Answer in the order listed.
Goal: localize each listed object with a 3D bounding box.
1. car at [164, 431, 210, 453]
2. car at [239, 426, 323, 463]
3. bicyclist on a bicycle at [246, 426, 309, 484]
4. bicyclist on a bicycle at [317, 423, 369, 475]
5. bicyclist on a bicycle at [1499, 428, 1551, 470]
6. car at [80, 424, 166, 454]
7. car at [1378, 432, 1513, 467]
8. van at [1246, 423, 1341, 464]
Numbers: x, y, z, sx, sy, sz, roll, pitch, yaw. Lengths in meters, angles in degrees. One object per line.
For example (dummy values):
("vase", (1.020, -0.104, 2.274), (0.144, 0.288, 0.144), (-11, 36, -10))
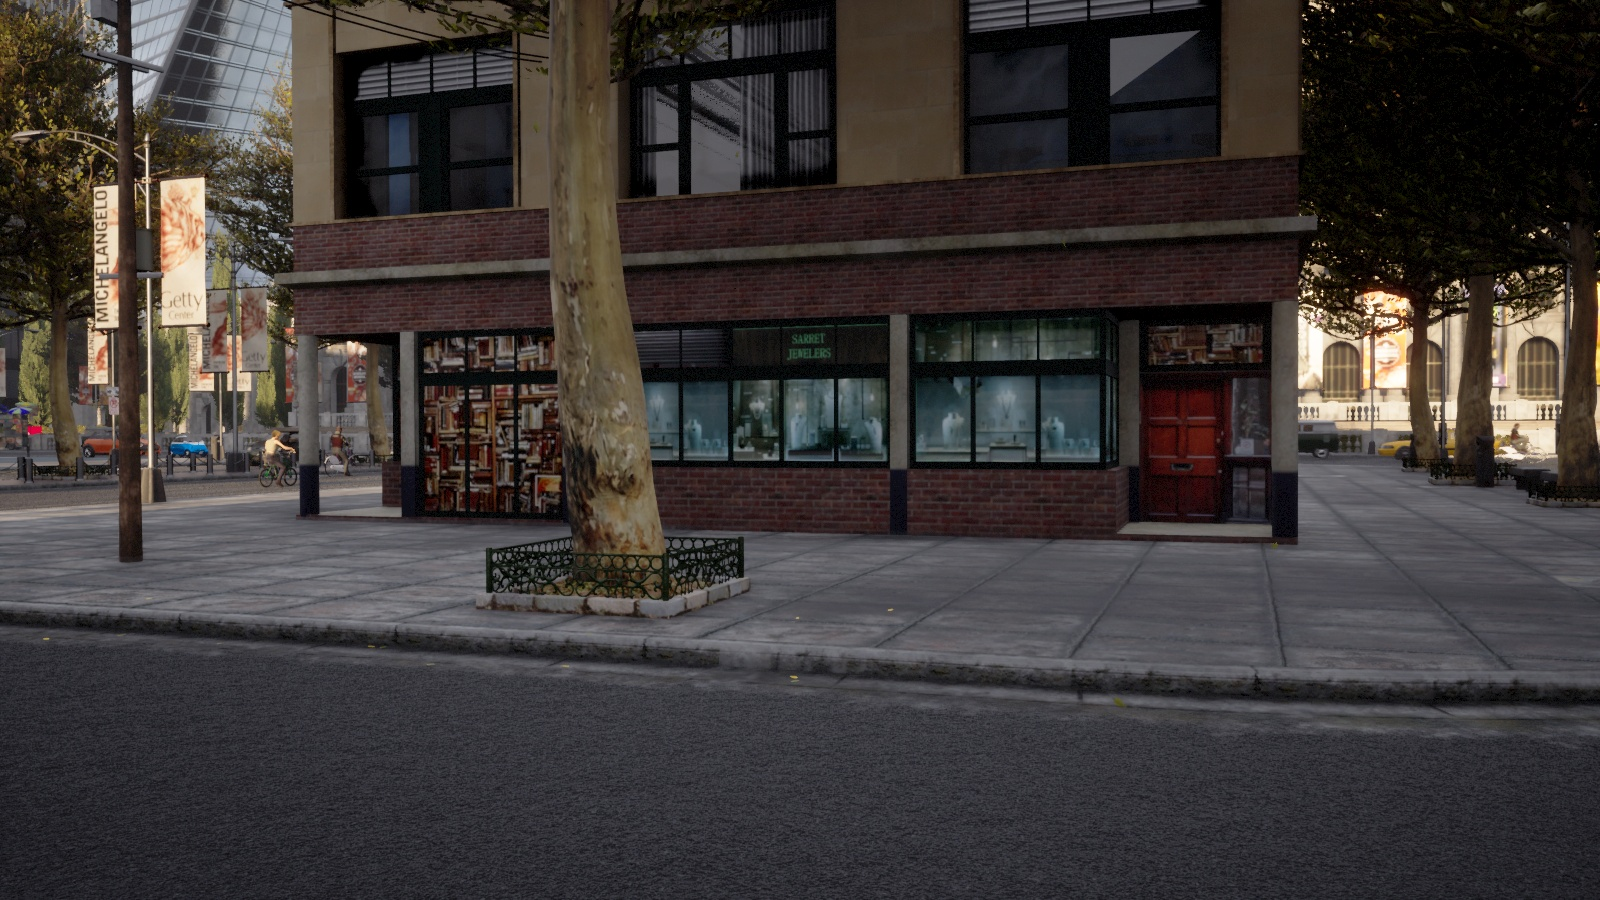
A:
("car", (-38.622, -0.531, 79.176), (2.207, 1.376, 1.481), (0, 1, 20))
("car", (-23.623, -0.281, 57.282), (1.851, 1.617, 3.988), (0, 1, 6))
("bicyclist on a bicycle", (-14.920, 0.132, 35.906), (0.866, 1.612, 1.509), (1, 1, 20))
("bicyclist on a bicycle", (-15.905, -0.063, 43.725), (0.659, 1.776, 1.843), (1, 1, 20))
("bicyclist on a bicycle", (31.201, -0.052, 54.094), (1.843, 1.776, 0.659), (0, 1, 20))
("car", (-41.183, -0.692, 76.372), (4.553, 1.767, 2.097), (1, 1, 19))
("car", (29.859, -0.056, 58.282), (5.366, 1.575, 1.801), (1, 1, 20))
("van", (24.998, -0.347, 63.758), (4.442, 1.987, 1.775), (1, 1, 20))
